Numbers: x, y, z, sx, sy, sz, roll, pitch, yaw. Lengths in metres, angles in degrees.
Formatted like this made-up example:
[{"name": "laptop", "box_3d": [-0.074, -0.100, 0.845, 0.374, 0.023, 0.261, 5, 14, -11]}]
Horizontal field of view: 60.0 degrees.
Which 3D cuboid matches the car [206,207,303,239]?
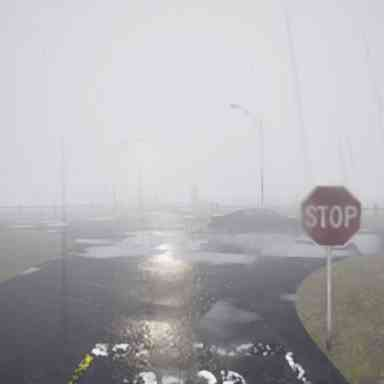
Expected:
[{"name": "car", "box_3d": [3.436, 1.459, 16.431, 5.357, 1.411, 2.033, -1, -1, 21]}]
